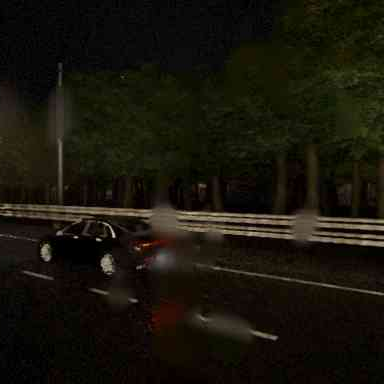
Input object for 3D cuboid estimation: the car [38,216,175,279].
[{"bbox_3d":[-2.764,1.508,10.144,4.892,1.490,1.837,0,0,36],"label":"car"}]
